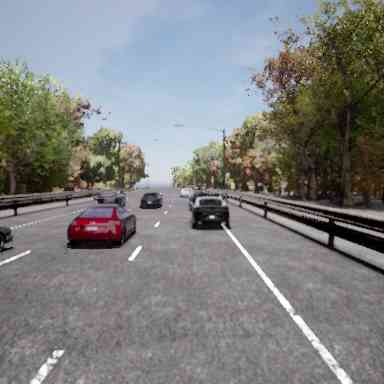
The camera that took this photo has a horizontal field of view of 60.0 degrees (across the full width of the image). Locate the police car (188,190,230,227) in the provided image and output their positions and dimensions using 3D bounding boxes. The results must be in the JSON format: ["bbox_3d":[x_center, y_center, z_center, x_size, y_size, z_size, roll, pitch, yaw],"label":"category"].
[{"bbox_3d":[0.924,0.911,18.343,1.930,1.638,5.238,0,2,-1],"label":"police car"}]

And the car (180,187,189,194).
[{"bbox_3d":[-1.614,-0.389,69.420,1.812,1.442,4.674,0,1,-3],"label":"car"}]

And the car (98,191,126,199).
[{"bbox_3d":[-7.240,0.660,30.287,2.128,1.511,4.902,0,2,-1],"label":"car"}]

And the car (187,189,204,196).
[{"bbox_3d":[0.764,0.699,28.295,1.882,1.535,5.008,0,2,-1],"label":"car"}]

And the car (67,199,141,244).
[{"bbox_3d":[-3.482,1.181,13.524,1.994,1.385,4.181,0,2,-1],"label":"car"}]

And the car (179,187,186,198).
[{"bbox_3d":[-0.943,0.118,53.024,1.812,1.442,4.674,0,1,-2],"label":"car"}]

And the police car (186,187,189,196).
[{"bbox_3d":[0.632,0.487,34.439,1.930,1.638,5.238,0,1,-1],"label":"police car"}]

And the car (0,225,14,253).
[{"bbox_3d":[-6.946,1.295,8.835,2.033,1.411,5.357,0,2,0],"label":"car"}]

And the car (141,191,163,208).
[{"bbox_3d":[-3.760,0.665,31.418,1.812,1.442,4.674,0,1,-1],"label":"car"}]
